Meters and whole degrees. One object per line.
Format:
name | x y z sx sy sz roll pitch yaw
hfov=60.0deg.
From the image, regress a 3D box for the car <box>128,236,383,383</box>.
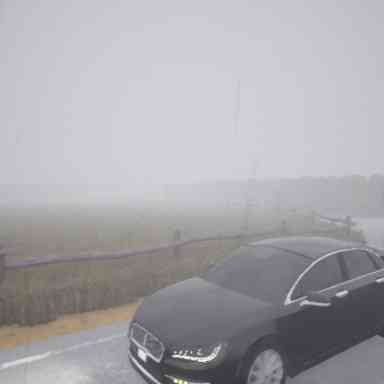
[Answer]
car | 1.464 1.502 4.981 4.892 1.490 1.837 0 0 -34
